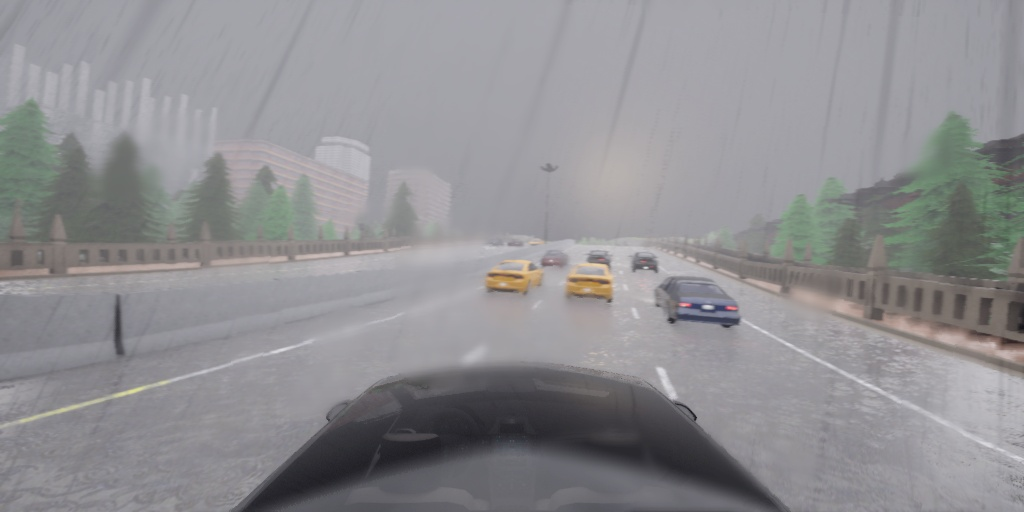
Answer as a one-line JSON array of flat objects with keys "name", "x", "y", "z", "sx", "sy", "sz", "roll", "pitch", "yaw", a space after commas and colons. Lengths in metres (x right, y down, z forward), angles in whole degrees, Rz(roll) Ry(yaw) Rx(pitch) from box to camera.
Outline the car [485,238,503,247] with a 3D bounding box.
[{"name": "car", "x": -2.784, "y": -2.292, "z": 60.159, "sx": 2.033, "sy": 1.411, "sz": 5.357, "roll": 3, "pitch": 5, "yaw": 16}]

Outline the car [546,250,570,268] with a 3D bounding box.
[{"name": "car", "x": 3.688, "y": 0.211, "z": 30.137, "sx": 1.994, "sy": 1.385, "sz": 4.181, "roll": 3, "pitch": 5, "yaw": 15}]

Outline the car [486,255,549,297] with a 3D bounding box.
[{"name": "car", "x": 0.291, "y": 0.922, "z": 17.427, "sx": 1.882, "sy": 1.535, "sz": 5.008, "roll": 3, "pitch": 3, "yaw": 15}]

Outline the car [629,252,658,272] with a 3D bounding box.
[{"name": "car", "x": 10.602, "y": 0.429, "z": 28.887, "sx": 1.837, "sy": 1.490, "sz": 4.892, "roll": 3, "pitch": 5, "yaw": 15}]

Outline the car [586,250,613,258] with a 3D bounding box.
[{"name": "car", "x": 7.226, "y": 0.271, "z": 29.797, "sx": 1.837, "sy": 1.490, "sz": 4.892, "roll": 3, "pitch": 5, "yaw": 15}]

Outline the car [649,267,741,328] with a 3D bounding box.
[{"name": "car", "x": 6.169, "y": 1.416, "z": 12.484, "sx": 2.033, "sy": 1.411, "sz": 5.357, "roll": 3, "pitch": 2, "yaw": 15}]

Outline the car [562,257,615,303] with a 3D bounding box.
[{"name": "car", "x": 3.673, "y": 1.079, "z": 16.538, "sx": 1.882, "sy": 1.535, "sz": 5.008, "roll": 3, "pitch": 3, "yaw": 15}]

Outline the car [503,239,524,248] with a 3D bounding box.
[{"name": "car", "x": 0.590, "y": -2.084, "z": 59.290, "sx": 1.895, "sy": 1.301, "sz": 4.718, "roll": 3, "pitch": 5, "yaw": 15}]

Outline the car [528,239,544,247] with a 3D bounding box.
[{"name": "car", "x": 4.031, "y": -2.068, "z": 58.635, "sx": 1.882, "sy": 1.535, "sz": 5.008, "roll": 3, "pitch": 5, "yaw": 15}]
